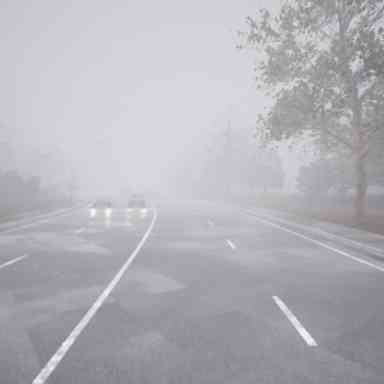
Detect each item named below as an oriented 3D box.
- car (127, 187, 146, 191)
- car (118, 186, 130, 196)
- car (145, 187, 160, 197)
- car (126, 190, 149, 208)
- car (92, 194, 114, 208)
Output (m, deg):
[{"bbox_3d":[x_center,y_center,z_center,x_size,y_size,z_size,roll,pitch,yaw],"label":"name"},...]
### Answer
[{"bbox_3d":[-11.455,0.283,68.360,1.812,1.442,4.674,0,1,-23],"label":"car"},{"bbox_3d":[-15.623,-0.314,77.725,2.150,2.045,5.566,0,1,-27],"label":"car"},{"bbox_3d":[-8.158,0.218,69.538,1.882,1.535,5.008,0,1,-23],"label":"car"},{"bbox_3d":[-5.946,0.874,36.024,1.837,1.490,4.892,0,1,-9],"label":"car"},{"bbox_3d":[-9.387,0.898,35.370,1.812,1.442,4.674,0,1,-9],"label":"car"}]
